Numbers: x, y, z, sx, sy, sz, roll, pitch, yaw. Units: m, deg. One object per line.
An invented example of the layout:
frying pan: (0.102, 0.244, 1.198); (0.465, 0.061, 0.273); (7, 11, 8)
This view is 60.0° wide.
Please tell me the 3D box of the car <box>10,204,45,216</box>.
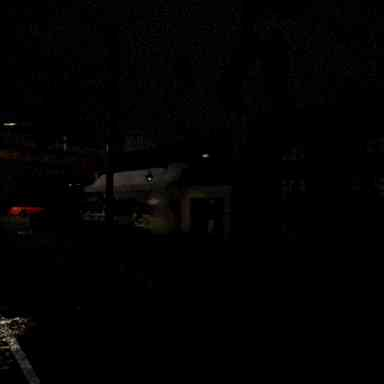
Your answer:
car: (-22.552, 2.394, 45.852); (2.097, 1.767, 4.553); (0, -2, 24)
